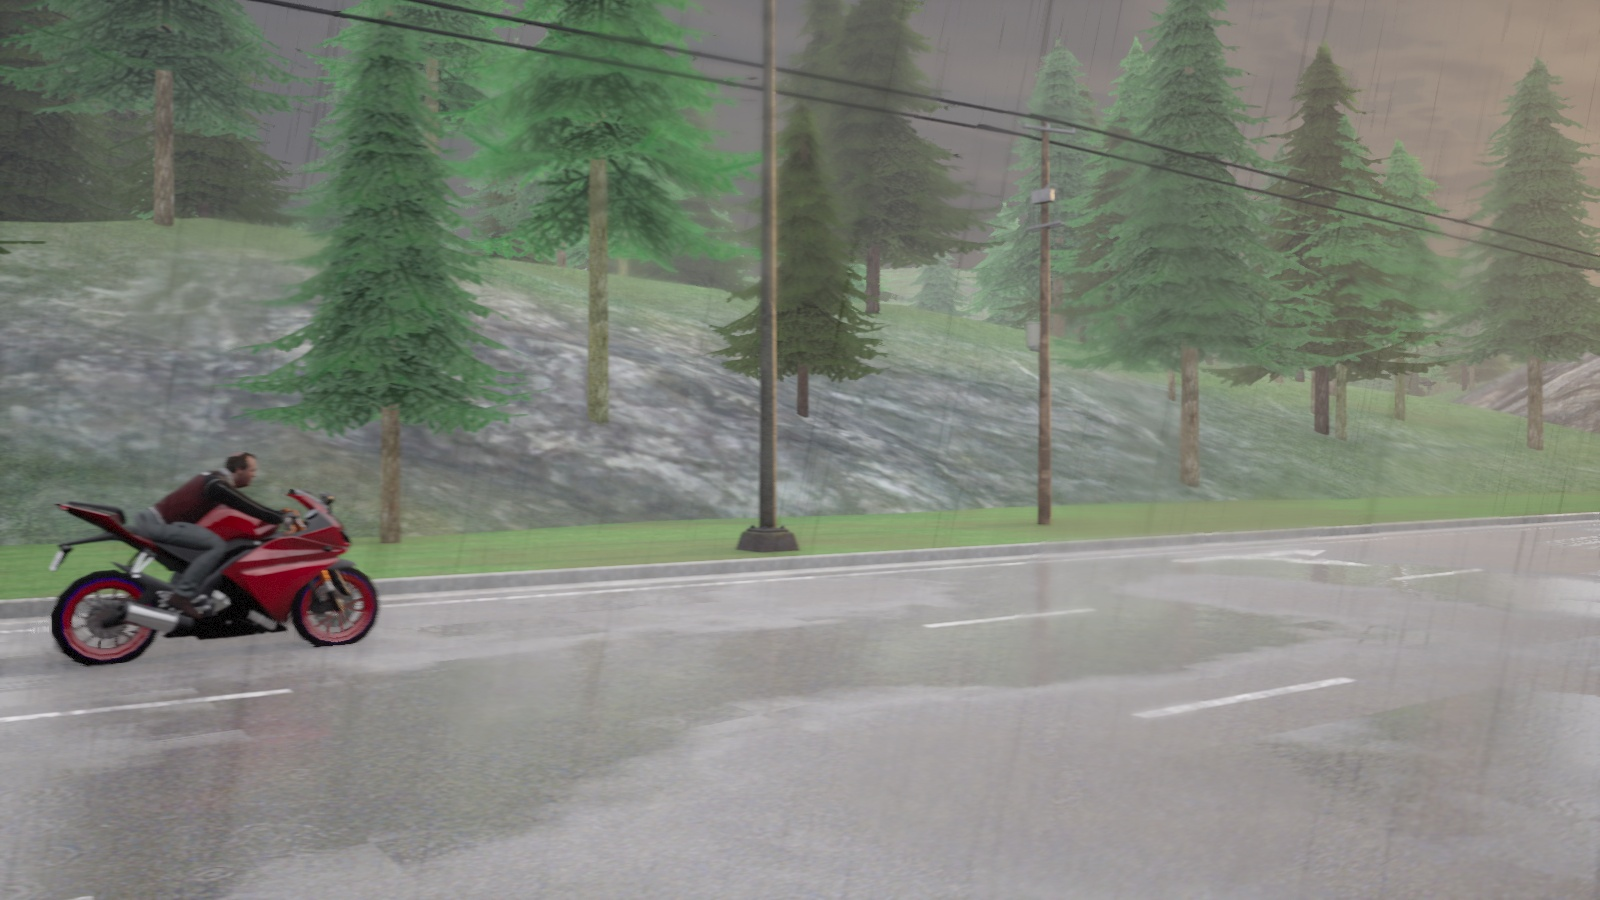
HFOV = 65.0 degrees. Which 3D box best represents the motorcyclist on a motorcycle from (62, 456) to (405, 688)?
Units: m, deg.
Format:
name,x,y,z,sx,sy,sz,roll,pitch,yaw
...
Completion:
name,x,y,z,sx,sy,sz,roll,pitch,yaw
motorcyclist on a motorcycle,-4.156,0.811,9.294,2.191,1.530,0.866,0,0,-35
